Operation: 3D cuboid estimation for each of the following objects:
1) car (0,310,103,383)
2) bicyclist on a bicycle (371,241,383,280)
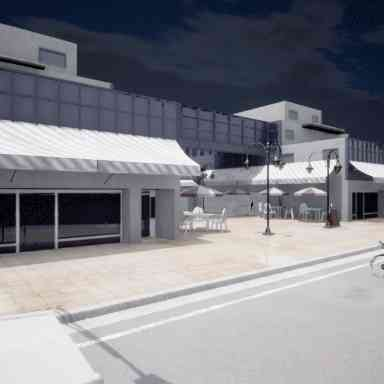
[{"bbox_3d":[-3.086,1.601,1.966,4.718,1.301,1.895,0,0,-34],"label":"car"},{"bbox_3d":[5.217,1.455,8.157,0.582,1.620,1.656,0,-2,-38],"label":"bicyclist on a bicycle"}]
